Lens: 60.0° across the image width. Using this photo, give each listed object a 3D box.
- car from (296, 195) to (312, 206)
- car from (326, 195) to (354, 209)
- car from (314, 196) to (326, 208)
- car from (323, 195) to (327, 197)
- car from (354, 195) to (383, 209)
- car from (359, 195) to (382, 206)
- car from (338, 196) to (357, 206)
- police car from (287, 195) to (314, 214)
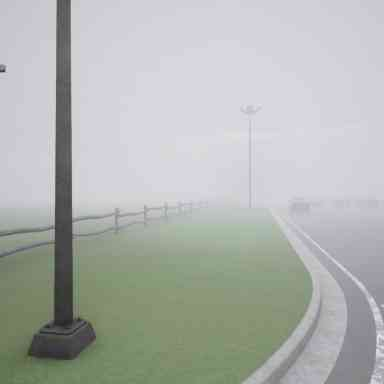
[{"bbox_3d":[19.091,1.352,56.945,2.097,1.767,4.553,0,0,11],"label":"car"},{"bbox_3d":[20.557,1.478,46.298,1.882,1.535,5.008,0,0,11],"label":"car"},{"bbox_3d":[17.157,1.601,46.893,1.895,1.301,4.718,0,0,11],"label":"car"},{"bbox_3d":[22.524,1.352,56.267,2.097,1.767,4.553,0,0,11],"label":"car"},{"bbox_3d":[23.992,1.478,45.623,1.882,1.535,5.008,0,0,11],"label":"car"},{"bbox_3d":[29.392,1.352,54.911,2.097,1.767,4.553,0,0,11],"label":"car"},{"bbox_3d":[25.964,1.505,55.618,1.837,1.490,4.892,0,0,11],"label":"car"},{"bbox_3d":[11.256,1.425,35.320,1.930,1.638,5.238,0,0,11],"label":"police car"}]
